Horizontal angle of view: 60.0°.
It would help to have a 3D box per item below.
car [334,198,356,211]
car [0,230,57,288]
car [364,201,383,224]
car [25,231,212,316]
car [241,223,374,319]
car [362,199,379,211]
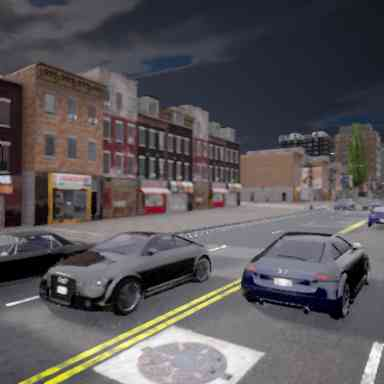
[{"bbox_3d":[20.516,1.597,44.656,2.097,1.767,4.553,-1,-1,35],"label":"car"},{"bbox_3d":[-4.714,1.714,8.595,1.895,1.301,4.718,-1,-1,35],"label":"car"},{"bbox_3d":[13.128,1.587,22.493,1.812,1.442,4.674,-1,-1,35],"label":"car"},{"bbox_3d":[-1.285,1.641,7.832,1.994,1.385,4.181,-1,-1,35],"label":"car"},{"bbox_3d":[2.795,1.604,7.653,1.994,1.385,4.181,-1,-1,35],"label":"car"},{"bbox_3d":[23.166,1.644,42.774,1.837,1.490,4.892,-1,-1,35],"label":"car"}]
